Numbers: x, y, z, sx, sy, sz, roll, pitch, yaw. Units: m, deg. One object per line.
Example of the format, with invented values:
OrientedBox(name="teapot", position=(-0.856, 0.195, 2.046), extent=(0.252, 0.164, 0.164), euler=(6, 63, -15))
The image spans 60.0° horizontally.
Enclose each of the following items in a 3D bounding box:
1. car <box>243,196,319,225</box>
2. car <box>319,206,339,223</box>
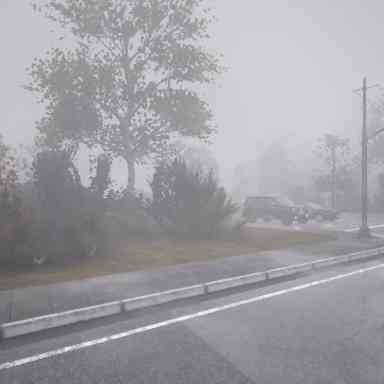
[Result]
OrientedBox(name="car", position=(6.265, 1.316, 25.146), extent=(2.150, 2.045, 5.566), euler=(0, -1, -37))
OrientedBox(name="car", position=(9.300, 1.566, 26.890), extent=(1.882, 1.535, 5.008), euler=(0, -1, -39))
